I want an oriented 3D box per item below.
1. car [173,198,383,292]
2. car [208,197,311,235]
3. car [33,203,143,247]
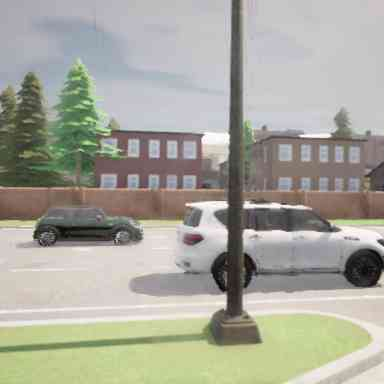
[{"bbox_3d":[2.299,1.290,8.794,5.566,2.045,2.150,1,0,-9],"label":"car"},{"bbox_3d":[3.890,1.370,19.654,5.566,2.045,2.150,0,0,-9],"label":"car"},{"bbox_3d":[-4.482,1.388,14.859,4.553,1.767,2.097,1,0,-8],"label":"car"}]
